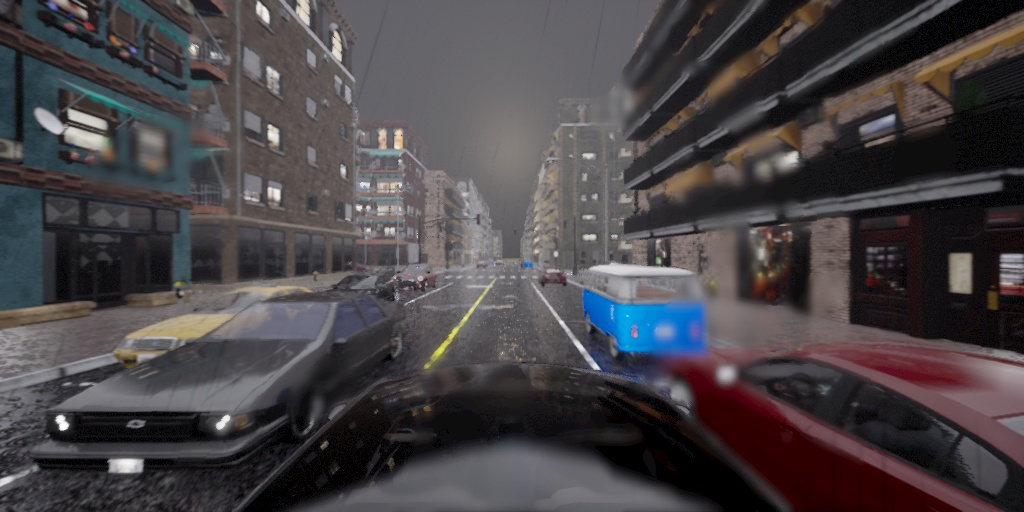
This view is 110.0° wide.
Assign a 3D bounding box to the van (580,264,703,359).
[{"bbox_3d":[2.689,1.104,8.148,1.690,1.789,3.998,0,0,0],"label":"van"}]

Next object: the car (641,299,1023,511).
[{"bbox_3d":[2.689,1.296,2.487,1.888,1.381,4.507,0,0,0],"label":"car"}]

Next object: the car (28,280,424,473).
[{"bbox_3d":[-3.102,1.305,5.543,2.033,1.411,5.357,0,0,0],"label":"car"}]

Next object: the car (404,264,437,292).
[{"bbox_3d":[-5.734,1.237,21.347,1.967,1.591,4.097,0,0,0],"label":"car"}]

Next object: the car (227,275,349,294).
[{"bbox_3d":[-5.691,1.289,8.004,1.751,1.417,4.829,0,0,0],"label":"car"}]

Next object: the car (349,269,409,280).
[{"bbox_3d":[-5.691,1.343,13.836,1.948,1.339,4.313,0,0,0],"label":"car"}]

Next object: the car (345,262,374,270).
[{"bbox_3d":[-17.743,1.330,40.313,4.207,1.307,1.802,0,0,0],"label":"car"}]

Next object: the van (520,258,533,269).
[{"bbox_3d":[2.817,1.308,63.028,1.690,1.789,3.998,0,0,0],"label":"van"}]

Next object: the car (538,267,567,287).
[{"bbox_3d":[2.796,1.391,25.128,1.802,1.307,4.207,0,0,0],"label":"car"}]
